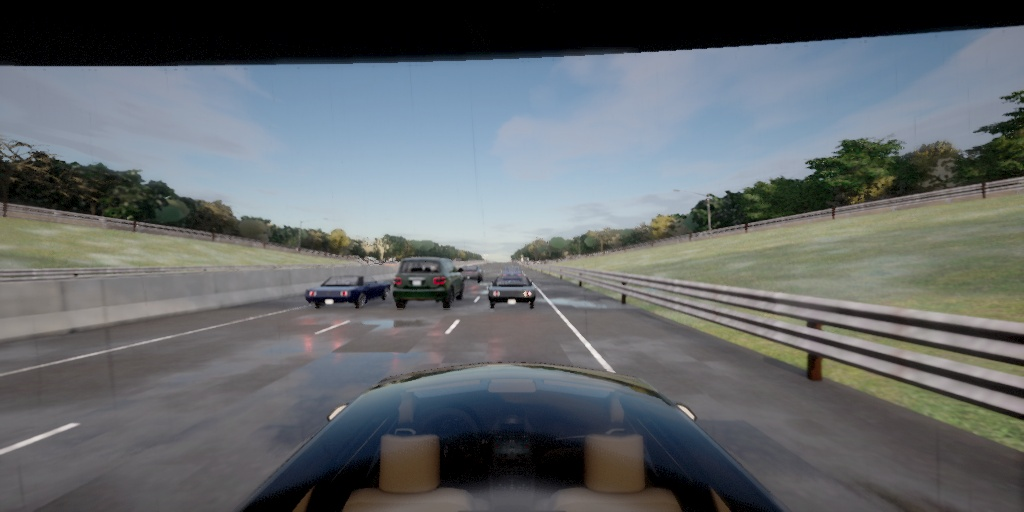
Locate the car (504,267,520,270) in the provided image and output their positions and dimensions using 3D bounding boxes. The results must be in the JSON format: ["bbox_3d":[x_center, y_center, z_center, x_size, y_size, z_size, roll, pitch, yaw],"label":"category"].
[{"bbox_3d":[0.009,1.606,30.852,2.033,1.411,5.357,0,-1,0],"label":"car"}]

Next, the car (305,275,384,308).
[{"bbox_3d":[-6.995,1.493,15.971,1.895,1.301,4.718,0,-1,0],"label":"car"}]

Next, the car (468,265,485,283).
[{"bbox_3d":[-3.488,1.555,31.151,2.128,1.511,4.902,0,-1,0],"label":"car"}]

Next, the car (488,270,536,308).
[{"bbox_3d":[0.006,1.493,15.970,1.895,1.301,4.718,0,-1,0],"label":"car"}]

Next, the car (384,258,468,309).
[{"bbox_3d":[-3.495,1.108,15.873,2.150,2.045,5.566,0,0,0],"label":"car"}]
